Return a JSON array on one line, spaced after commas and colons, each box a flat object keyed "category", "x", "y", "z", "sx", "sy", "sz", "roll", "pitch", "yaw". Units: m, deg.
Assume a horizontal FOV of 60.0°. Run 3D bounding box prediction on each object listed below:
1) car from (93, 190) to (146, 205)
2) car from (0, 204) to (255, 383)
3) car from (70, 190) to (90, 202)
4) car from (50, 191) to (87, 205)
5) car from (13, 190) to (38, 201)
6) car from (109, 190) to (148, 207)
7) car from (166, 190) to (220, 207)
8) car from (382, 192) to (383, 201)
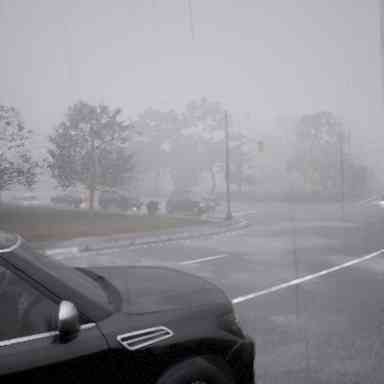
[{"category": "car", "x": -7.674, "y": 0.796, "z": 35.539, "sx": 5.566, "sy": 2.045, "sz": 2.150, "roll": 1, "pitch": 3, "yaw": 38}, {"category": "car", "x": -2.054, "y": 1.224, "z": 2.422, "sx": 5.566, "sy": 2.045, "sz": 2.150, "roll": 0, "pitch": 0, "yaw": -35}, {"category": "car", "x": -15.484, "y": 0.484, "z": 45.923, "sx": 4.553, "sy": 1.767, "sz": 2.097, "roll": 3, "pitch": 3, "yaw": 38}, {"category": "car", "x": -15.641, "y": 0.931, "z": 41.646, "sx": 4.718, "sy": 1.301, "sz": 1.895, "roll": 2, "pitch": 3, "yaw": 37}, {"category": "car", "x": -24.250, "y": 0.444, "z": 48.263, "sx": 4.674, "sy": 1.442, "sz": 1.812, "roll": 3, "pitch": 4, "yaw": 38}, {"category": "car", "x": -7.603, "y": 0.767, "z": 39.895, "sx": 4.553, "sy": 1.767, "sz": 2.097, "roll": 1, "pitch": 3, "yaw": 37}, {"category": "car", "x": -0.168, "y": 1.005, "z": 29.805, "sx": 4.553, "sy": 1.767, "sz": 2.097, "roll": 0, "pitch": 2, "yaw": 37}, {"category": "car", "x": 24.601, "y": 0.356, "z": 40.750, "sx": 1.994, "sy": 1.385, "sz": 4.181, "roll": -1, "pitch": 1, "yaw": 36}]
